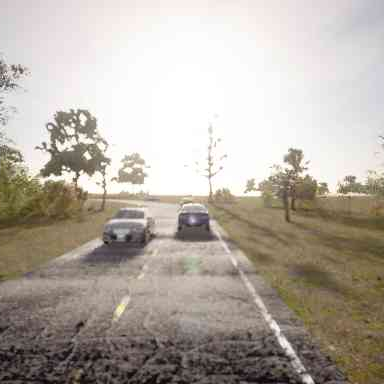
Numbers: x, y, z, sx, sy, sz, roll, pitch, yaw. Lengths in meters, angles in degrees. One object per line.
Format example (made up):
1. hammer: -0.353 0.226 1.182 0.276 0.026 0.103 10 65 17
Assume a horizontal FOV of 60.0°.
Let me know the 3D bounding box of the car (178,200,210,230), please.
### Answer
1. car: 0.105 1.497 21.480 1.882 1.535 5.008 0 0 0

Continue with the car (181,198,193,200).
1. car: -0.657 1.514 41.268 1.837 1.490 4.892 0 0 -6

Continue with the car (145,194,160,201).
1. car: -6.757 1.048 56.177 1.882 1.535 5.008 0 0 -19

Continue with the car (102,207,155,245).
1. car: -2.851 1.508 15.825 2.128 1.511 4.902 0 0 0
